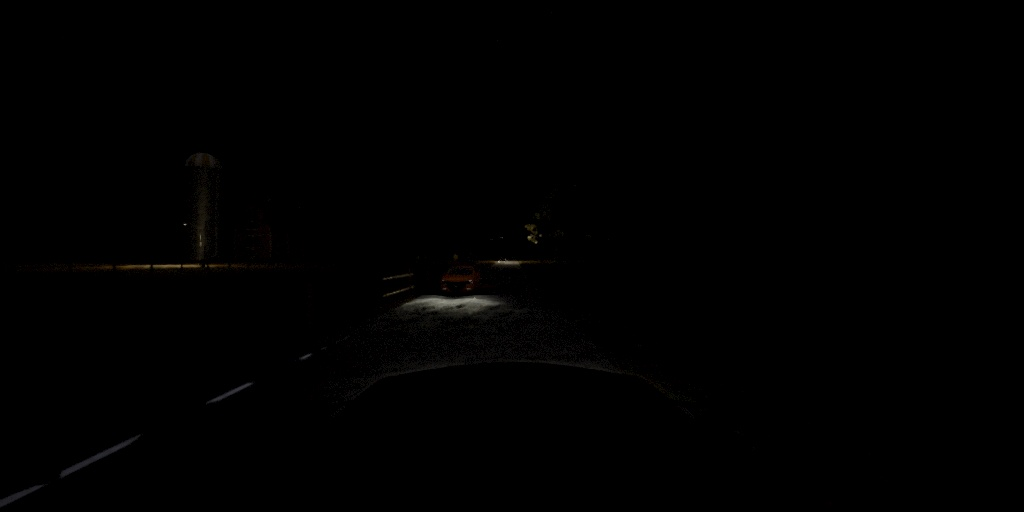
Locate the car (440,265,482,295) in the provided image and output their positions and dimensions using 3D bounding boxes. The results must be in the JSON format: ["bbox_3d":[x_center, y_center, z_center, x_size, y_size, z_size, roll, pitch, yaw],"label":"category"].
[{"bbox_3d":[-2.848,1.290,20.715,1.882,1.535,5.008,0,0,0],"label":"car"}]
